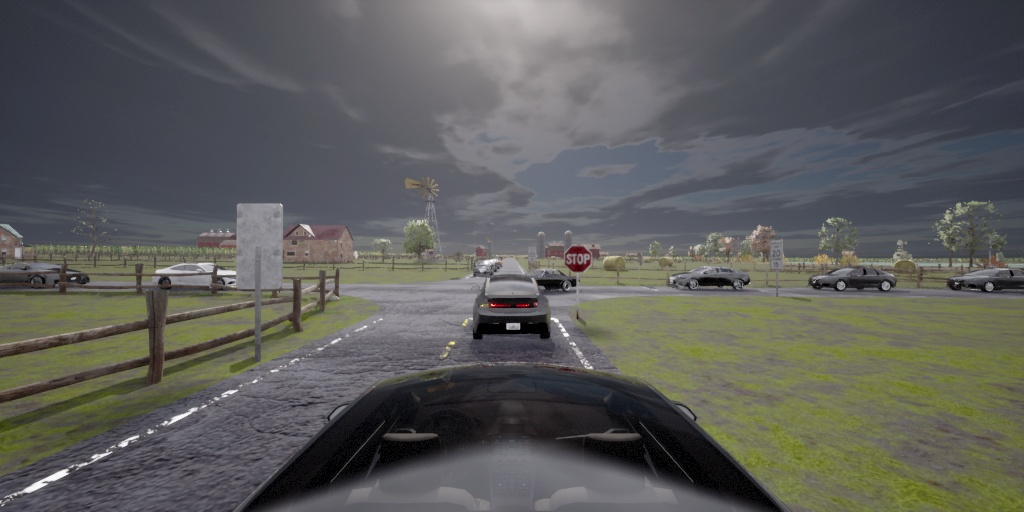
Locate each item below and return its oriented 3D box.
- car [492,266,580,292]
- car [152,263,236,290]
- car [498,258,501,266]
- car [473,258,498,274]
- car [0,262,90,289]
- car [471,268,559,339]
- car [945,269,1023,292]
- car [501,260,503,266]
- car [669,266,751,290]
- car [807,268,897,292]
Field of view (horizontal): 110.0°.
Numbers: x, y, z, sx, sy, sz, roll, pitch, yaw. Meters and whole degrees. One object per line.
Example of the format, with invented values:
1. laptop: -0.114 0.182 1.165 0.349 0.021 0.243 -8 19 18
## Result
1. car: 1.499 1.369 20.108 4.718 1.301 1.895 1 0 -35
2. car: -17.244 1.104 20.018 4.674 1.442 1.812 1 -1 -1
3. car: -2.854 1.241 46.194 2.128 1.511 4.902 0 0 0
4. car: -2.860 1.243 36.748 2.128 1.511 4.902 0 0 0
5. car: -26.364 1.048 19.895 4.181 1.385 1.994 1 -1 -1
6. car: -0.075 1.256 10.062 1.837 1.490 4.892 0 0 -2
7. car: 31.701 1.586 23.630 4.892 1.490 1.837 1 -1 -1
8. car: -2.823 1.240 55.736 2.128 1.511 4.902 0 0 0
9. car: 12.797 1.396 23.337 4.902 1.511 2.128 1 -1 -2
10. car: 22.199 1.499 23.508 4.892 1.490 1.837 1 -1 -1
